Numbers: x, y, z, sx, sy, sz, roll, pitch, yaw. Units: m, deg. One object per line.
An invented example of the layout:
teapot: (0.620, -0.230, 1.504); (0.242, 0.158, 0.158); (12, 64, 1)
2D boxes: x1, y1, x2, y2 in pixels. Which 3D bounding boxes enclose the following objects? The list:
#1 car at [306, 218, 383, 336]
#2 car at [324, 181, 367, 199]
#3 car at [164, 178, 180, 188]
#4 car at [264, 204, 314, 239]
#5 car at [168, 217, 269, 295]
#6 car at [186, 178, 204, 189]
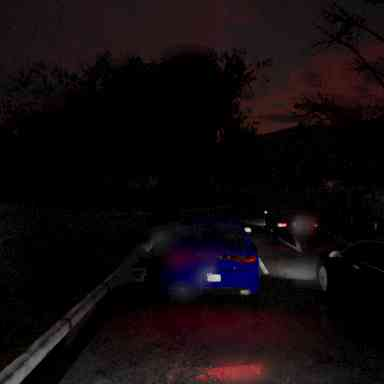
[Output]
car: (3.616, 1.470, 5.488); (1.837, 1.490, 4.892); (0, 1, 2)
car: (17.964, -0.306, 38.960); (5.566, 2.045, 2.150); (-2, 4, -27)
car: (-3.836, -1.943, 68.985); (2.150, 2.045, 5.566); (-1, 2, -12)
car: (4.499, 1.270, 15.549); (2.033, 1.411, 5.357); (0, 2, 8)
car: (0.554, 1.385, 8.594); (1.882, 1.535, 5.008); (0, 1, 3)
car: (0.597, -1.692, 63.911); (2.150, 2.045, 5.566); (-1, 4, -18)
